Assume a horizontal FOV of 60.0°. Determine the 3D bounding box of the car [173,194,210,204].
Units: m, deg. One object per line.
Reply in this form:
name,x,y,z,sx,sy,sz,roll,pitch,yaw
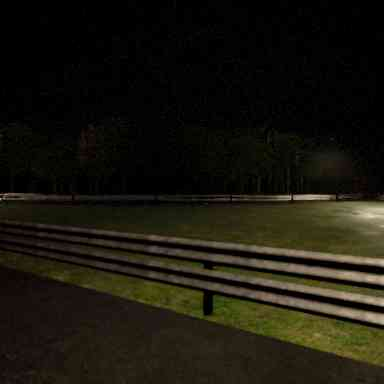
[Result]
car,-0.043,1.061,47.990,5.357,1.411,2.033,0,0,-13
